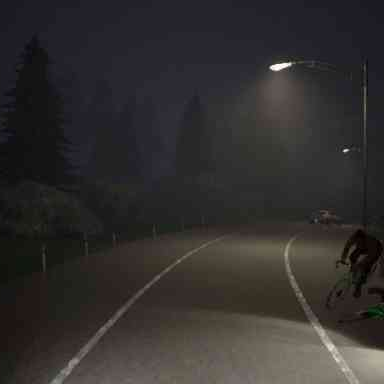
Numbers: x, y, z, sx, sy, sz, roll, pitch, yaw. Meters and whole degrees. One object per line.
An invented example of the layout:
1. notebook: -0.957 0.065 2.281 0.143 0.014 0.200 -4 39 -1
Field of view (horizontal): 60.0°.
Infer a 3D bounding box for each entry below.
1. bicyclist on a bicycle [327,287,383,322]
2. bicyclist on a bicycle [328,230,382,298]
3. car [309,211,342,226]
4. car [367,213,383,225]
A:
1. bicyclist on a bicycle: 3.272 1.794 5.199 1.656 0.582 1.620 -7 -17 -25
2. bicyclist on a bicycle: 3.107 1.347 6.238 1.656 1.620 0.582 -22 34 -28
3. car: 13.226 2.589 32.936 1.812 1.442 4.674 1 -3 43
4. car: 24.224 3.446 42.283 4.902 1.511 2.128 5 -2 -33
